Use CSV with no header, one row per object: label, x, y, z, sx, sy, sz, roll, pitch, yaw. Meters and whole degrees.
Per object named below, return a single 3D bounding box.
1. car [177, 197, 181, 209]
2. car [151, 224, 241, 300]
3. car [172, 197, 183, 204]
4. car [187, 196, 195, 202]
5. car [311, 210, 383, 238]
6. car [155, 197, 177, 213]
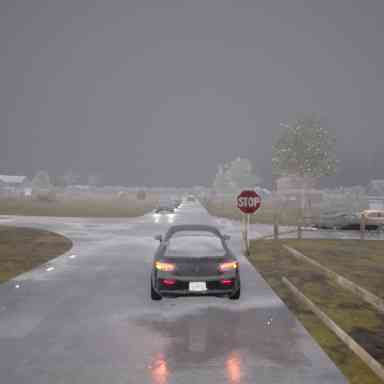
car,-2.954,1.596,46.706,1.994,1.385,4.181,0,0,0
car,0.027,1.528,8.265,1.812,1.442,4.674,0,0,-2
car,-2.936,1.666,67.031,1.895,1.301,4.718,0,0,0
car,-0.192,1.563,78.464,1.882,1.535,5.008,0,0,0
car,9.964,1.939,20.676,4.902,1.511,2.128,2,0,0
car,-2.939,1.529,37.139,1.837,1.490,4.892,0,0,0
